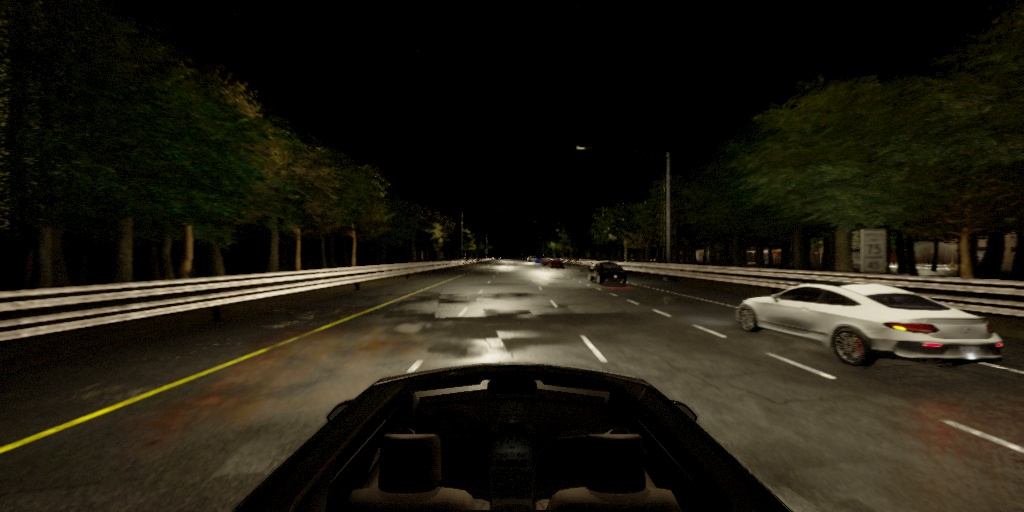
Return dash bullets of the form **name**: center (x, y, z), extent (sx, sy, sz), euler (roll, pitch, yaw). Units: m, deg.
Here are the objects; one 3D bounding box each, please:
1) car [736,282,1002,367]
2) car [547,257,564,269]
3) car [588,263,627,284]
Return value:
- **car**: center (7.000, 1.278, 7.781), extent (1.812, 1.442, 4.674), euler (0, 0, 0)
- **car**: center (7.022, 1.314, 56.676), extent (1.812, 1.442, 4.674), euler (0, 0, 0)
- **car**: center (7.001, 1.236, 26.716), extent (1.882, 1.535, 5.008), euler (0, 0, 0)
